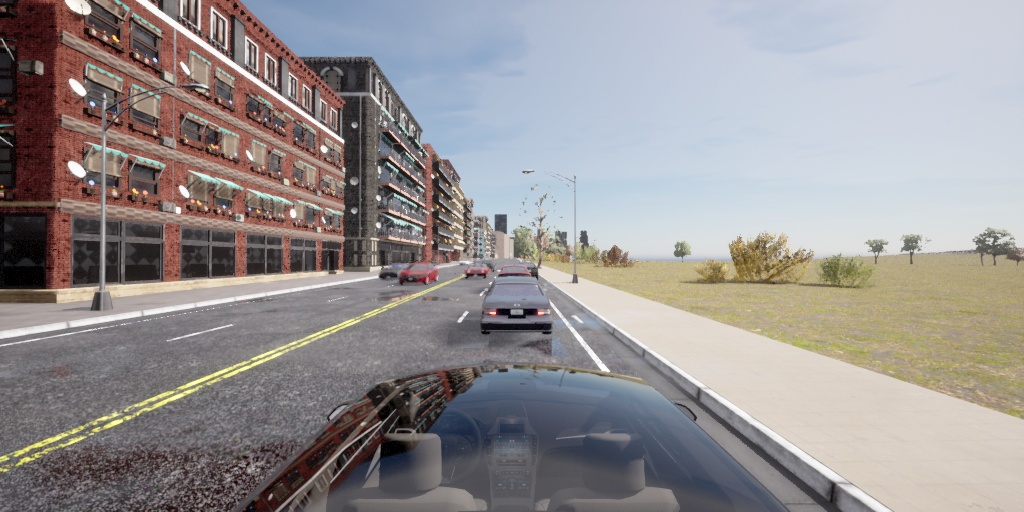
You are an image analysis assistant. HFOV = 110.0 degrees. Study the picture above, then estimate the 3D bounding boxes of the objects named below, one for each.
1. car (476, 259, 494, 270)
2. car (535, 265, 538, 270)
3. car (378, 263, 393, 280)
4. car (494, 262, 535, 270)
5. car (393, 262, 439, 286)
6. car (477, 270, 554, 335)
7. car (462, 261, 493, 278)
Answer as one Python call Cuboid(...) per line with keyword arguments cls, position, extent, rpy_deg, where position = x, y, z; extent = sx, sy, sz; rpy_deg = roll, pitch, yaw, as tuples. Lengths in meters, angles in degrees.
Cuboid(cls="car", position=(-3.067, 1.258, 45.790), extent=(1.837, 1.490, 4.892), rpy_deg=(0, 0, 0))
Cuboid(cls="car", position=(1.191, 1.232, 30.503), extent=(1.882, 1.535, 5.008), rpy_deg=(0, 0, 0))
Cuboid(cls="car", position=(-9.797, 1.301, 31.124), extent=(2.033, 1.411, 5.357), rpy_deg=(0, 0, 0))
Cuboid(cls="car", position=(0.138, 1.231, 21.065), extent=(1.882, 1.535, 5.008), rpy_deg=(0, 0, 0))
Cuboid(cls="car", position=(-6.557, 1.231, 25.682), extent=(1.882, 1.535, 5.008), rpy_deg=(0, 0, 0))
Cuboid(cls="car", position=(0.115, 1.299, 10.525), extent=(2.033, 1.411, 5.357), rpy_deg=(0, 0, 0))
Cuboid(cls="car", position=(-3.092, 1.354, 32.921), extent=(1.895, 1.301, 4.718), rpy_deg=(0, 0, 0))
